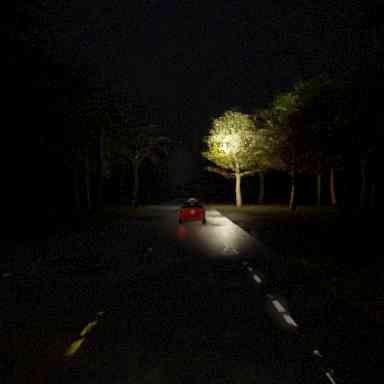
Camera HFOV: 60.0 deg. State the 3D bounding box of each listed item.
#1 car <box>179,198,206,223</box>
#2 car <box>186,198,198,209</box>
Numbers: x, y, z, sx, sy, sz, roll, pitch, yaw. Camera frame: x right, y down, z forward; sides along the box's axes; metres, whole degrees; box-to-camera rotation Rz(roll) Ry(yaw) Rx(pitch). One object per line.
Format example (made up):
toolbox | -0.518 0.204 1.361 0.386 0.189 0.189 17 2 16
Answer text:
car | 0.059 1.596 27.863 2.097 1.767 4.553 0 0 1
car | 0.058 1.758 53.570 1.801 1.575 5.366 0 0 0
